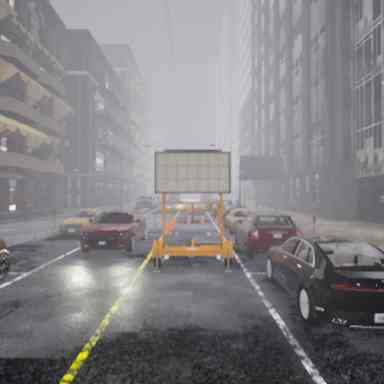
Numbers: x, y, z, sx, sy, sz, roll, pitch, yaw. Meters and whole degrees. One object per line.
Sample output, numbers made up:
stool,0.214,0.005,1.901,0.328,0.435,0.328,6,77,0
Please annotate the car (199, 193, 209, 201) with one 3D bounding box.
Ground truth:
car,2.876,1.162,80.341,2.192,1.841,5.009,1,0,0

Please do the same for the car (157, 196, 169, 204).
car,-5.544,1.452,63.407,1.947,1.339,4.313,1,0,0

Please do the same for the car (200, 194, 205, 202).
car,2.852,1.188,69.038,2.192,1.841,5.009,1,0,0

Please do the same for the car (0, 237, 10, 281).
car,-5.662,1.430,6.891,1.967,1.590,4.097,1,0,0

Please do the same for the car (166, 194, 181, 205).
car,-2.967,1.124,55.343,2.150,2.045,5.566,0,0,0

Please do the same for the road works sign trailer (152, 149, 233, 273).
road works sign trailer,0.023,0.449,10.640,2.380,3.560,2.880,0,0,0

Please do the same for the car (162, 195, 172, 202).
car,-5.519,1.405,74.710,1.887,1.381,4.507,1,0,0

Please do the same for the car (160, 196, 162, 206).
car,-5.579,1.446,46.282,1.752,1.417,4.829,1,0,0

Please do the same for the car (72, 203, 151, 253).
car,-3.072,1.458,13.858,1.882,1.535,5.008,0,0,0

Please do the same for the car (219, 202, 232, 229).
car,2.741,1.499,18.345,1.752,1.417,4.829,1,0,0

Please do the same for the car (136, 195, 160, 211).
car,-5.588,1.247,40.801,2.192,1.841,5.009,1,0,0

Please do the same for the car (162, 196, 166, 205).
car,-5.566,1.349,52.103,1.967,1.590,4.097,1,0,0

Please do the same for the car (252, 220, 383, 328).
car,2.716,1.541,6.871,2.008,1.369,4.403,1,0,0

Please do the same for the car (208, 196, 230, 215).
car,2.766,1.394,29.477,1.967,1.590,4.097,1,0,0

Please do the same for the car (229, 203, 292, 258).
car,2.730,1.422,12.524,1.967,1.590,4.097,1,0,0

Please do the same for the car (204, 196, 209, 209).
car,2.788,1.498,40.782,1.947,1.339,4.313,1,0,0

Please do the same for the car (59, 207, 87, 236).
car,-5.640,1.499,18.025,1.752,1.417,4.829,1,0,0

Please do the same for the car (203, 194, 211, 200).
car,2.801,1.446,46.603,1.752,1.417,4.829,1,0,0

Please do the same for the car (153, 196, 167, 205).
car,-5.555,1.442,57.756,1.887,1.381,4.507,1,0,0

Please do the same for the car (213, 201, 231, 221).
car,2.752,1.546,23.827,1.802,1.307,4.206,1,0,0
